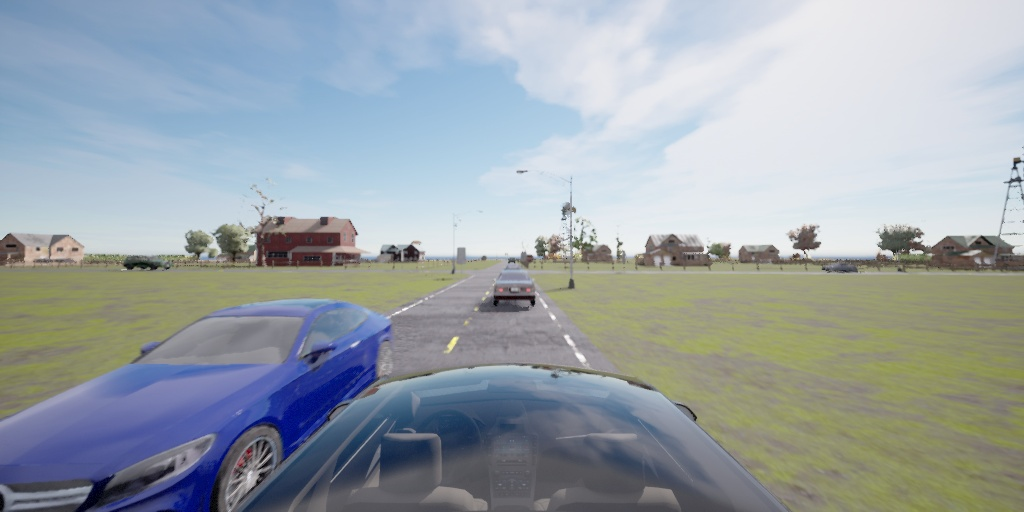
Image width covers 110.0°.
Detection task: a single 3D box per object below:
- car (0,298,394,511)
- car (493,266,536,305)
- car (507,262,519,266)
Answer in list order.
[{"bbox_3d":[-2.849,1.288,4.256,1.812,1.442,4.674,0,0,0],"label":"car"},{"bbox_3d":[0.103,1.366,16.512,2.033,1.411,5.357,0,0,0],"label":"car"},{"bbox_3d":[0.102,1.452,31.772,1.994,1.385,4.181,0,0,0],"label":"car"}]
